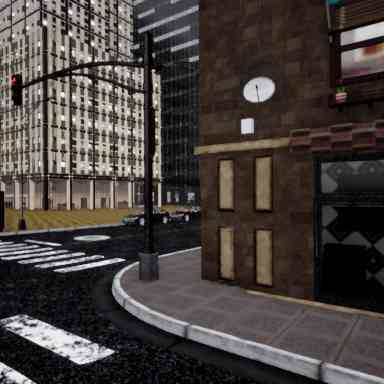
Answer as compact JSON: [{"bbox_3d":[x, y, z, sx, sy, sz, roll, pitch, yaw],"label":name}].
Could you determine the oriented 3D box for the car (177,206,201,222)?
[{"bbox_3d":[-0.317,1.974,30.496,2.008,1.369,4.403,-2,-2,35],"label":"car"}]

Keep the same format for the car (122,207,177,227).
[{"bbox_3d":[-3.524,1.893,25.943,2.008,1.369,4.403,-2,-2,35],"label":"car"}]
